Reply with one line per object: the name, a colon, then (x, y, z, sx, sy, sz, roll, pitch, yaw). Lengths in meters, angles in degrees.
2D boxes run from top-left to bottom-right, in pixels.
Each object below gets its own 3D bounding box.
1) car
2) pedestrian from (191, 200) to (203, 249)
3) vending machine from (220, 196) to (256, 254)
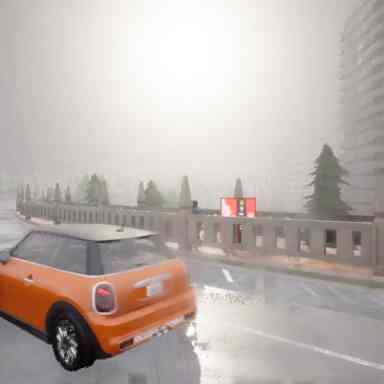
car: (-2.155, 1.353, 5.943, 4.553, 1.767, 2.097, 0, 0, 39)
pedestrian: (0.136, 1.141, 12.074, 0.375, 1.860, 0.375, 0, 0, 41)
vending machine: (1.764, 1.195, 12.652, 0.880, 2.100, 1.100, 0, 0, 41)
